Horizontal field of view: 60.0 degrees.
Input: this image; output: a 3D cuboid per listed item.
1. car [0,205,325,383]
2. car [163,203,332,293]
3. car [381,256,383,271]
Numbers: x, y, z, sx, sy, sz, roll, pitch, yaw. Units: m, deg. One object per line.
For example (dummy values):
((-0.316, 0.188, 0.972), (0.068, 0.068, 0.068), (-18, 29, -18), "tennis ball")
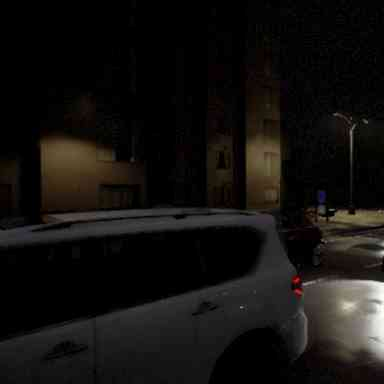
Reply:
((-1.313, 1.220, 3.023), (5.566, 2.045, 2.150), (0, 0, -35), "car")
((1.693, 1.304, 9.434), (4.553, 1.767, 2.097), (-1, 0, -35), "car")
((6.834, 1.490, 8.755), (4.181, 1.385, 1.994), (0, 0, -35), "car")
